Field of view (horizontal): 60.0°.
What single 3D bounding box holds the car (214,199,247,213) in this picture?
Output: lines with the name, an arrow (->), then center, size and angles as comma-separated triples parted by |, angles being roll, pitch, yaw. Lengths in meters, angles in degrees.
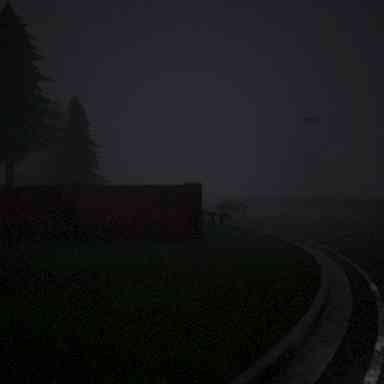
car -> 4.001, 1.439, 35.170 | 1.882, 1.535, 5.008 | 0, 0, -20
